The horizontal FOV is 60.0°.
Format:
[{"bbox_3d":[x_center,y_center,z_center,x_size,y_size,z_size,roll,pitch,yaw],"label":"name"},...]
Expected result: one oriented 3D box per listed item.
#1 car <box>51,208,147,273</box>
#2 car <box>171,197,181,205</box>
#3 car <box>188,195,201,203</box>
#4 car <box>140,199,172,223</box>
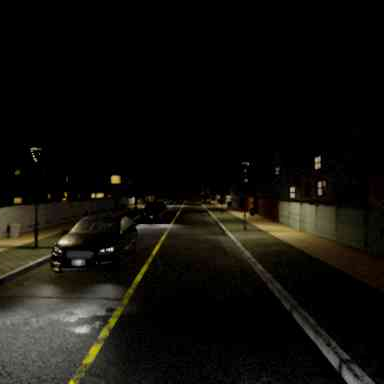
[{"bbox_3d":[-2.885,1.503,10.765,2.128,1.511,4.902,0,0,-1],"label":"car"},{"bbox_3d":[-2.959,1.583,59.632,1.812,1.442,4.674,0,0,0],"label":"car"},{"bbox_3d":[0.715,1.370,70.890,2.097,1.767,4.553,-3,-1,0],"label":"car"},{"bbox_3d":[-2.866,1.531,26.058,1.837,1.490,4.892,0,0,0],"label":"car"}]
